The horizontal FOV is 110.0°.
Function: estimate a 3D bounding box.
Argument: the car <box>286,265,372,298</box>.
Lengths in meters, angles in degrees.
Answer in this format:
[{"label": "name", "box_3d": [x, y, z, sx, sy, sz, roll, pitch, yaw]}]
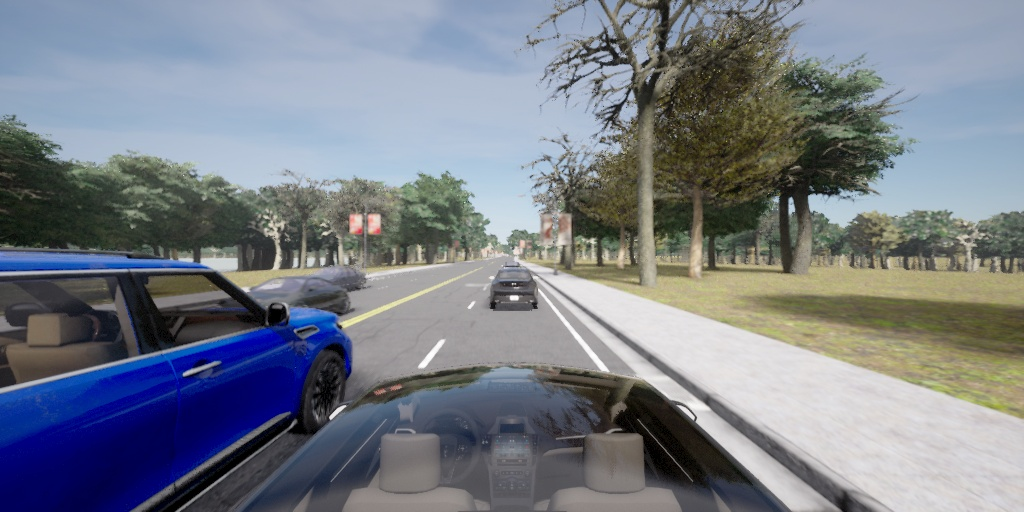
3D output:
[{"label": "car", "box_3d": [-9.853, 1.301, 19.914, 2.033, 1.411, 5.357, 0, 0, 0]}]

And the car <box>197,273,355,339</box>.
[{"label": "car", "box_3d": [-6.605, 1.315, 10.751, 1.994, 1.385, 4.181, 0, 0, 0]}]

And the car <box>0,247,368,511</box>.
[{"label": "car", "box_3d": [-3.152, 0.972, 2.342, 2.150, 2.045, 5.566, 0, 0, 0]}]

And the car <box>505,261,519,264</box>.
[{"label": "car", "box_3d": [-0.004, 1.251, 33.920, 2.128, 1.511, 4.902, 0, 0, 0]}]

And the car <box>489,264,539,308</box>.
[{"label": "car", "box_3d": [0.079, 1.256, 15.201, 1.837, 1.490, 4.892, 0, 0, 0]}]
